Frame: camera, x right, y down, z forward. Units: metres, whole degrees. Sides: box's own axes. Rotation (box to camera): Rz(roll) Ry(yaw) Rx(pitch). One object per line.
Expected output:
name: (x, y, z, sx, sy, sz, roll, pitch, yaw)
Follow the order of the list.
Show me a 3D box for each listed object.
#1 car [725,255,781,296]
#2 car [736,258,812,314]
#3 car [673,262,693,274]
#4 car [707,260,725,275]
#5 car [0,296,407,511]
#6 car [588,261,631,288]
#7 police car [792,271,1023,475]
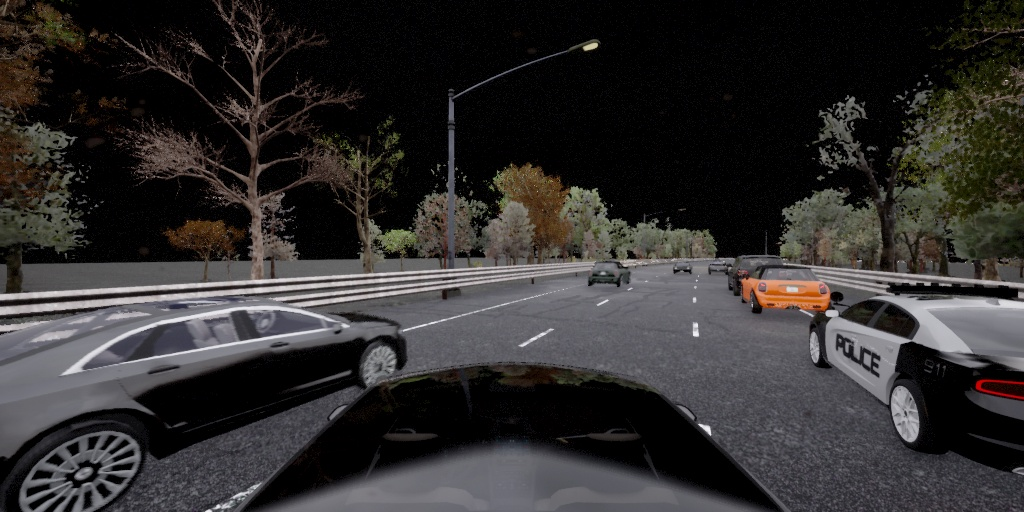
car: (12.711, 0.978, 18.753, 2.150, 2.045, 5.566, 0, 0, 27)
car: (9.979, 1.102, 13.428, 2.097, 1.767, 4.553, 0, 0, 27)
car: (19.474, 1.370, 40.756, 1.895, 1.301, 4.718, 0, 0, 29)
car: (22.585, 1.262, 39.278, 2.128, 1.511, 4.902, 0, 0, 30)
car: (-3.397, 1.241, 4.335, 2.128, 1.511, 4.902, 0, 0, 26)
car: (6.705, 1.109, 24.379, 2.097, 1.767, 4.553, 0, 0, 27)
police car: (5.624, 1.175, 4.721, 1.930, 1.638, 5.238, 0, 0, 26)
